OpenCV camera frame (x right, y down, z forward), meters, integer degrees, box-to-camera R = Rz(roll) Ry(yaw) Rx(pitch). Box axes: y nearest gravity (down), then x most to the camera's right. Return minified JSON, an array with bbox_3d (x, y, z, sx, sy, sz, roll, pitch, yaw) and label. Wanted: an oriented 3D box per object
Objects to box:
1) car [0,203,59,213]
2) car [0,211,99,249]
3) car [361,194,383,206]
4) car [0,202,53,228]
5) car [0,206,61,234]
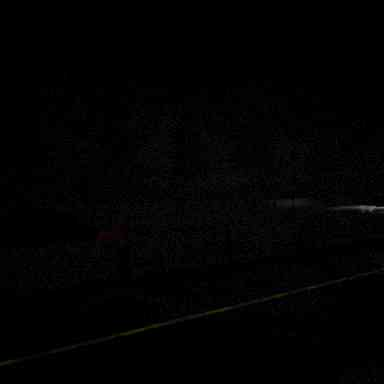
[{"bbox_3d":[-7.816,1.422,15.528,5.008,1.535,1.882,0,0,-34],"label":"car"},{"bbox_3d":[-6.080,1.557,12.486,4.718,1.301,1.895,0,0,-34],"label":"car"},{"bbox_3d":[25.231,1.042,45.779,4.902,1.511,2.128,-1,1,-33],"label":"car"},{"bbox_3d":[-11.642,1.447,21.389,4.674,1.442,1.812,0,0,-34],"label":"car"},{"bbox_3d":[-9.932,1.533,18.329,4.718,1.301,1.895,0,0,-34],"label":"car"}]
